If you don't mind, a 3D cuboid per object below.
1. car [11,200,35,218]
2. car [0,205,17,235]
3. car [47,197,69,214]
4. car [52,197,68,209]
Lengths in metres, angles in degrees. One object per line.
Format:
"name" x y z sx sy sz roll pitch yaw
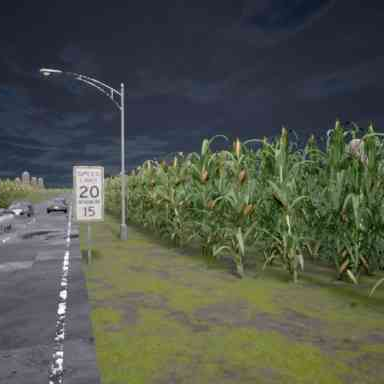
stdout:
"car" -15.671 1.518 30.548 2.128 1.511 4.902 0 1 -20
"car" -11.466 1.633 18.825 1.895 1.301 4.718 0 0 -20
"car" -14.679 1.569 36.320 1.994 1.385 4.181 0 0 -19
"car" -18.133 1.503 45.766 1.837 1.490 4.892 0 0 -20
